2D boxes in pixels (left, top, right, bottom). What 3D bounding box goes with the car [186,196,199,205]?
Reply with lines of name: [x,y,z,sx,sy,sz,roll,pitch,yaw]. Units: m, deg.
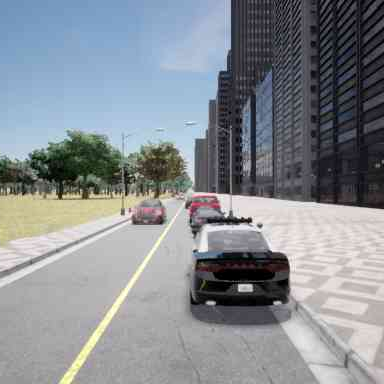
car: [0.038,1.422,58.028,2.128,1.511,4.902,0,0,0]

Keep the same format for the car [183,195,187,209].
car: [0.054,1.461,44.989,1.837,1.490,4.892,0,0,1]

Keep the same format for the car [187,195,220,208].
car: [0.915,1.213,24.152,2.150,2.045,5.566,0,0,0]

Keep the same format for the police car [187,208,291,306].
police car: [0.907,1.425,8.230,1.930,1.638,5.238,0,0,0]

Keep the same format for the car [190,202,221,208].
car: [0.913,1.521,18.121,1.812,1.442,4.674,0,0,0]

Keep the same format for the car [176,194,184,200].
car: [-2.946,1.204,83.346,2.097,1.767,4.553,0,0,0]

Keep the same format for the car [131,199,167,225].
car: [-2.983,1.342,23.876,2.097,1.767,4.553,0,0,0]
